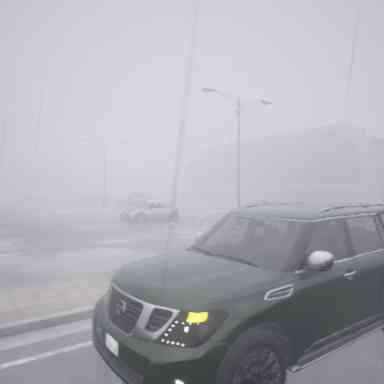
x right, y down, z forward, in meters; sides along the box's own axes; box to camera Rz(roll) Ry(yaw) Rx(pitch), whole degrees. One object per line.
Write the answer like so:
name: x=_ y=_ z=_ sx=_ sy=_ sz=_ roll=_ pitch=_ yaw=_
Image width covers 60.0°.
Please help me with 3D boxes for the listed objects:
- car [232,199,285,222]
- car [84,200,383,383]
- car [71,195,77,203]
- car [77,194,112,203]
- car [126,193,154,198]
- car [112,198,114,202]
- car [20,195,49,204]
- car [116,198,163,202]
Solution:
car: x=4.917 y=1.322 z=24.521 sx=3.633 sy=1.501 sz=1.845 roll=0 pitch=0 yaw=-35
car: x=1.436 y=1.212 z=5.009 sx=5.566 sy=2.045 sz=2.150 roll=0 pitch=0 yaw=-35
car: x=-18.884 y=1.179 z=57.543 sx=3.806 sy=1.475 sz=1.970 roll=0 pitch=0 yaw=-35
car: x=-14.943 y=1.100 z=52.467 sx=5.027 sy=1.636 sz=2.152 roll=0 pitch=0 yaw=-35
car: x=-5.614 y=1.044 z=39.833 sx=4.605 sy=1.855 sz=1.932 roll=0 pitch=0 yaw=-35
car: x=-7.616 y=1.024 z=41.979 sx=3.866 sy=1.878 sz=1.905 roll=0 pitch=0 yaw=-35
car: x=-26.760 y=1.265 z=56.508 sx=4.514 sy=1.523 sz=2.007 roll=0 pitch=0 yaw=-35
car: x=-2.873 y=1.353 z=22.714 sx=3.806 sy=1.475 sz=1.970 roll=0 pitch=0 yaw=-35
